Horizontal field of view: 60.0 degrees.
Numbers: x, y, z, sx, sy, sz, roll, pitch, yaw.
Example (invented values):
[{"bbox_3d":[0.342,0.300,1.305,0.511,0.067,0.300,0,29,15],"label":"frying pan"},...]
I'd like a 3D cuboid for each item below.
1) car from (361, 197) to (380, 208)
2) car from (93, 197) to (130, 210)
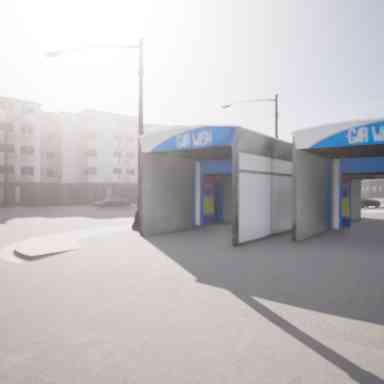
[{"bbox_3d":[24.328,1.458,46.833,4.902,1.511,2.128,0,0,-24],"label":"car"},{"bbox_3d":[-10.114,1.394,41.827,4.674,1.442,1.812,0,0,-40],"label":"car"}]
